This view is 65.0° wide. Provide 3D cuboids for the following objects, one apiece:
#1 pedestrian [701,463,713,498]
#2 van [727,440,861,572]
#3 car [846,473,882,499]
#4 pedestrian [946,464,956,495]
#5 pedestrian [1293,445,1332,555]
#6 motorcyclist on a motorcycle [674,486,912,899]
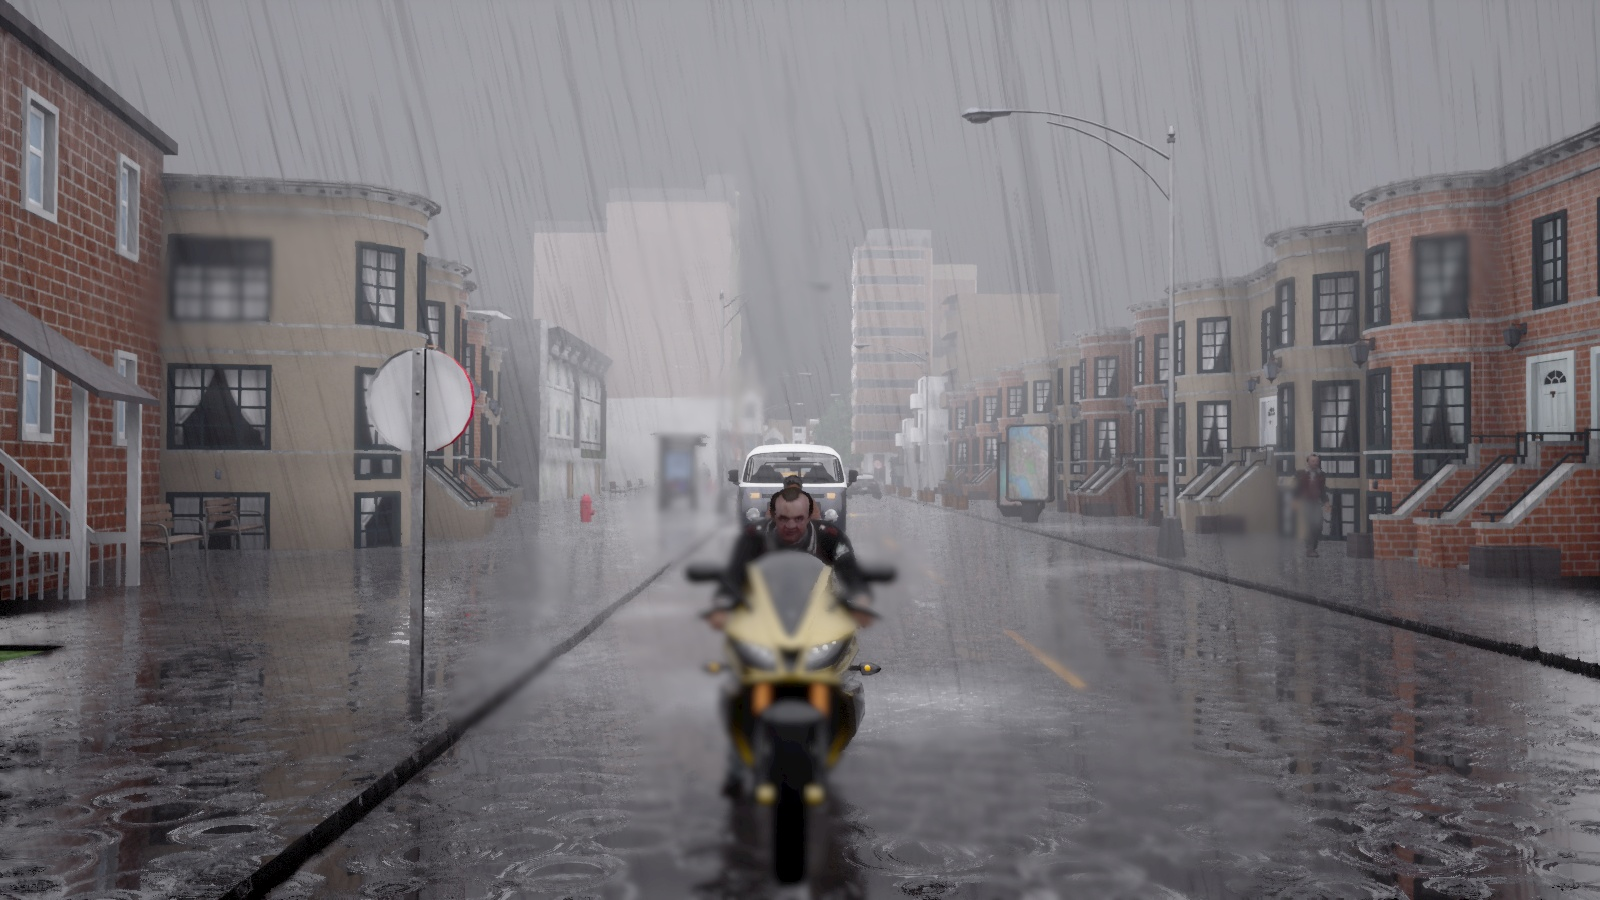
[{"bbox_3d":[-5.323,1.751,71.980,0.659,1.952,0.873,0,-1,-1],"label":"pedestrian"},{"bbox_3d":[-0.106,0.902,21.712,2.069,2.038,4.480,0,-1,0],"label":"van"},{"bbox_3d":[3.663,2.039,72.417,1.812,1.442,4.674,0,-1,0],"label":"car"},{"bbox_3d":[8.957,1.738,74.579,0.431,1.840,0.709,0,-1,-4],"label":"pedestrian"},{"bbox_3d":[8.809,0.851,21.586,0.376,1.854,0.720,0,-1,2],"label":"pedestrian"},{"bbox_3d":[-0.032,0.945,5.682,0.866,1.530,2.191,0,-1,0],"label":"motorcyclist on a motorcycle"}]
